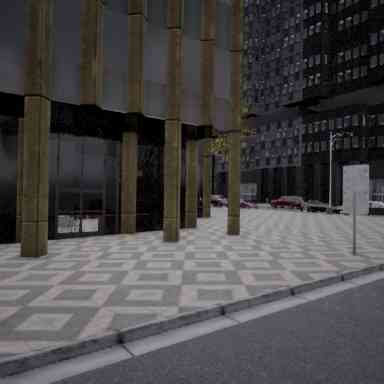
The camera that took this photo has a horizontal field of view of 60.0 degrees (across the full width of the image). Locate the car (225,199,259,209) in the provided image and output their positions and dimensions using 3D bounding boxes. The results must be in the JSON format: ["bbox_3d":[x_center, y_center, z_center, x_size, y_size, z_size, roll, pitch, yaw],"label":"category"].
[{"bbox_3d":[6.704,1.571,42.778,1.802,1.307,4.206,1,-1,-35],"label":"car"}]

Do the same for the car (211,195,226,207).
[{"bbox_3d":[3.515,1.313,47.276,2.192,1.841,5.009,1,-1,-35],"label":"car"}]

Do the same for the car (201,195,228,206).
[{"bbox_3d":[4.074,1.513,61.206,2.192,1.841,5.009,1,-1,-35],"label":"car"}]

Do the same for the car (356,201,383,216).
[{"bbox_3d":[16.283,1.518,29.296,2.008,1.369,4.403,1,-1,-35],"label":"car"}]

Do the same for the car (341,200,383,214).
[{"bbox_3d":[20.034,1.709,38.733,2.008,1.369,4.403,1,-1,-35],"label":"car"}]

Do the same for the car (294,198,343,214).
[{"bbox_3d":[13.090,1.540,33.790,1.947,1.339,4.313,1,-1,-35],"label":"car"}]

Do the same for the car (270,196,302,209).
[{"bbox_3d":[13.652,1.488,47.724,2.192,1.841,5.009,1,-1,-35],"label":"car"}]
